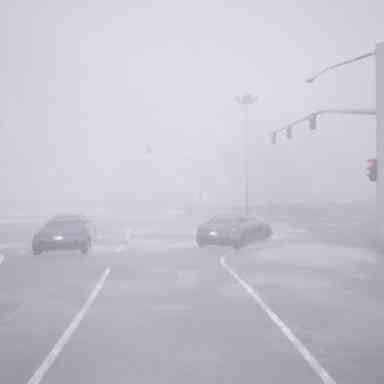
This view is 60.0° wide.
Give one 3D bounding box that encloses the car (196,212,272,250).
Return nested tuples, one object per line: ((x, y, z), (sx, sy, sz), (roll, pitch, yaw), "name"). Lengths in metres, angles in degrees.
((1.958, 1.579, 14.646), (1.994, 1.385, 4.181), (-1, 0, 34), "car")

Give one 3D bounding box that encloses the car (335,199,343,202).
((20.986, 1.518, 44.826), (4.674, 1.442, 1.812), (0, 0, -8), "car")

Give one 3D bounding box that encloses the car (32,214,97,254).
((-5.111, 1.603, 13.770), (1.994, 1.385, 4.181), (0, 0, -11), "car")

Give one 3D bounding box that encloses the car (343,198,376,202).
((21.914, 1.586, 41.430), (4.718, 1.301, 1.895), (0, 0, -8), "car")

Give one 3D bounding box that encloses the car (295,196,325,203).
((18.233, 1.360, 51.493), (4.553, 1.767, 2.097), (0, 0, -8), "car")
